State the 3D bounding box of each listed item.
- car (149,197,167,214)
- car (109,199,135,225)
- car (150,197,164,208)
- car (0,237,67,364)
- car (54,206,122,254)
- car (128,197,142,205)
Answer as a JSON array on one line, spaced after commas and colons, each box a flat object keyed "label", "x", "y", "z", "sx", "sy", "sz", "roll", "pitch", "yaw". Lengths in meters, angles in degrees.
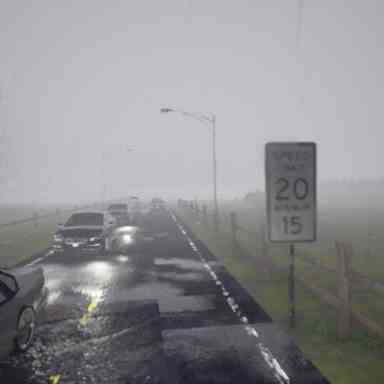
[{"label": "car", "x": -3.583, "y": 1.538, "z": 35.099, "sx": 2.033, "sy": 1.411, "sz": 5.357, "roll": -1, "pitch": 0, "yaw": -6}, {"label": "car", "x": -5.353, "y": 1.552, "z": 24.434, "sx": 1.837, "sy": 1.490, "sz": 4.892, "roll": -1, "pitch": 0, "yaw": -6}, {"label": "car", "x": -4.987, "y": 1.476, "z": 48.083, "sx": 1.882, "sy": 1.535, "sz": 5.008, "roll": -1, "pitch": 0, "yaw": -6}, {"label": "car", "x": -3.149, "y": 1.601, "z": 3.357, "sx": 2.033, "sy": 1.411, "sz": 5.357, "roll": -1, "pitch": 0, "yaw": -5}, {"label": "car", "x": -4.218, "y": 1.553, "z": 13.713, "sx": 1.837, "sy": 1.490, "sz": 4.892, "roll": -1, "pitch": 0, "yaw": -6}, {"label": "car", "x": -6.872, "y": 1.188, "z": 39.481, "sx": 1.812, "sy": 1.442, "sz": 4.674, "roll": -1, "pitch": 0, "yaw": -6}]
